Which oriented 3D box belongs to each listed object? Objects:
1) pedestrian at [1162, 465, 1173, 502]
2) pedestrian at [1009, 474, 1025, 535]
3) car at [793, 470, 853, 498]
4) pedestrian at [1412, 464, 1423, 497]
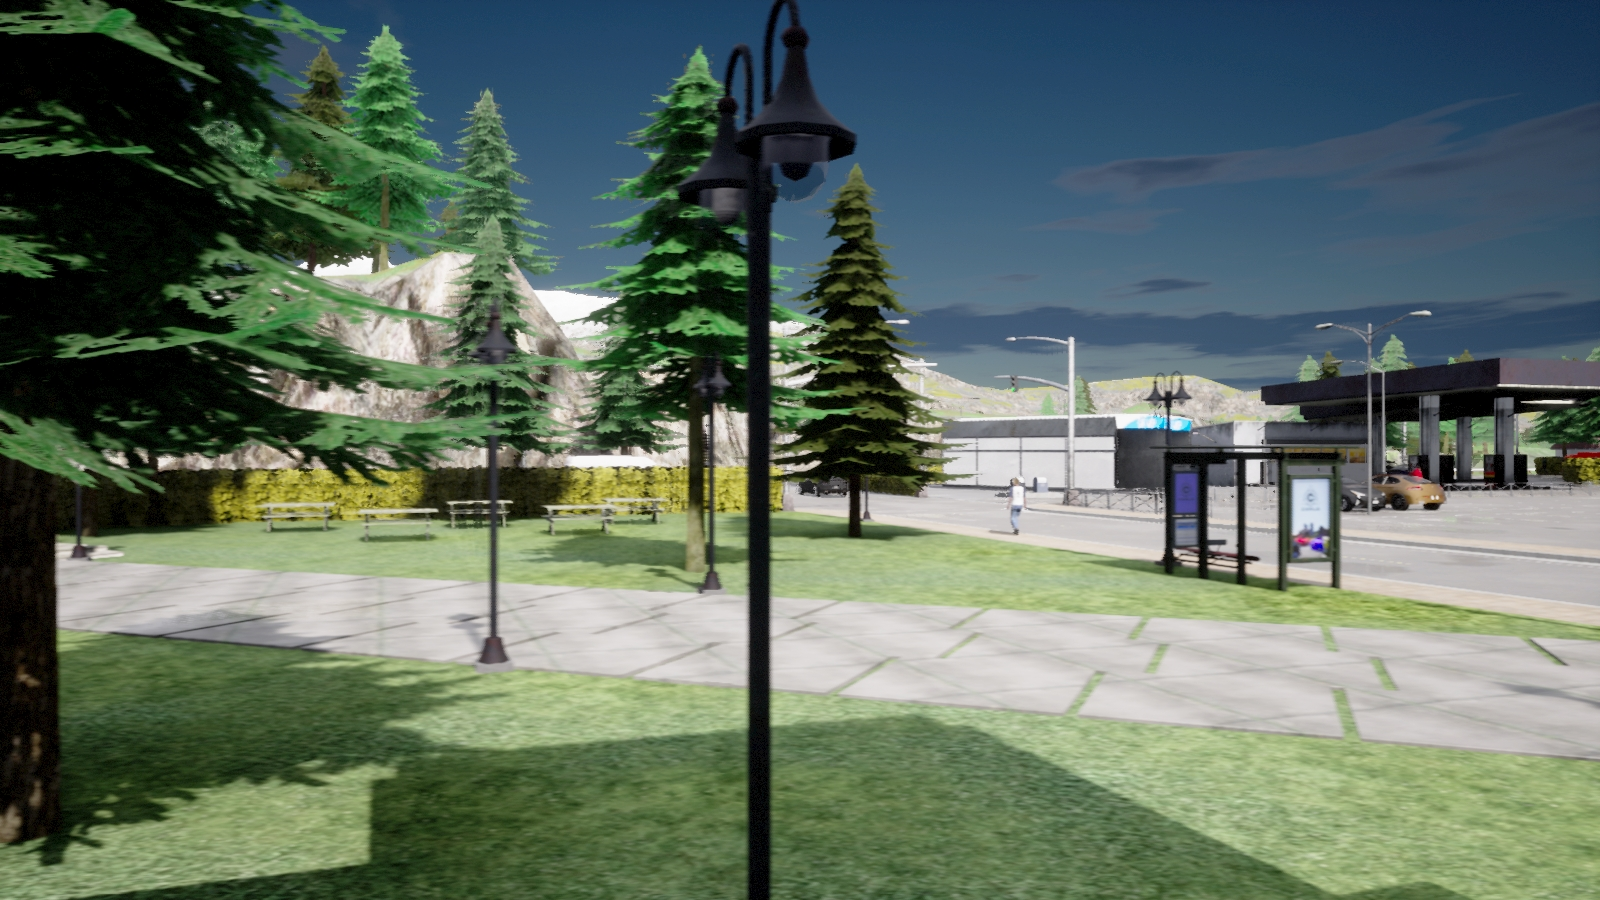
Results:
[{"bbox_3d":[18.753,1.693,58.318,0.375,1.860,0.375,0,0,-21],"label":"pedestrian"},{"bbox_3d":[6.773,1.692,35.661,0.375,1.860,0.375,0,0,-14],"label":"pedestrian"},{"bbox_3d":[1.342,2.031,69.930,2.097,1.535,5.006,0,0,-19],"label":"car"},{"bbox_3d":[34.497,1.694,63.834,0.375,1.860,0.375,0,0,-19],"label":"pedestrian"}]
